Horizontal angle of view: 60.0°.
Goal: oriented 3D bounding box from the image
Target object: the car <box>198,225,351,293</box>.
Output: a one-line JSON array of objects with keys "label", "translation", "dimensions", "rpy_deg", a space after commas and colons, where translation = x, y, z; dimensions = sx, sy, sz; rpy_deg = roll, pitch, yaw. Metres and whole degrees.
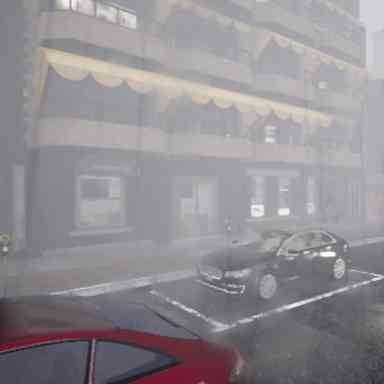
[{"label": "car", "translation": [2.137, 1.525, 8.092], "dimensions": [4.403, 1.369, 2.008], "rpy_deg": [0, 0, -36]}]

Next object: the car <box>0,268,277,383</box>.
[{"label": "car", "translation": [-1.526, 1.566, 2.290], "dimensions": [4.181, 1.385, 1.994], "rpy_deg": [0, 0, -36]}]
